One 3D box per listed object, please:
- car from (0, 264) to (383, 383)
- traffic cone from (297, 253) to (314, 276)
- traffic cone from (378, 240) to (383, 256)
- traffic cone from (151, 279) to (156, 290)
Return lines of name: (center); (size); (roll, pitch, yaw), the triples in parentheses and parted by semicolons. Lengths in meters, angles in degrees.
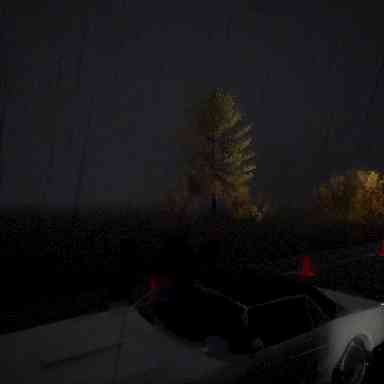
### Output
car: (0.208, 1.625, 3.686); (4.718, 1.301, 1.895); (1, 0, -36)
traffic cone: (3.239, 2.040, 9.442); (0.340, 0.580, 0.340); (1, -1, -37)
traffic cone: (7.182, 2.091, 12.448); (0.340, 0.580, 0.340); (1, -1, -38)
traffic cone: (-0.744, 1.991, 6.490); (0.340, 0.580, 0.340); (1, 0, -36)
